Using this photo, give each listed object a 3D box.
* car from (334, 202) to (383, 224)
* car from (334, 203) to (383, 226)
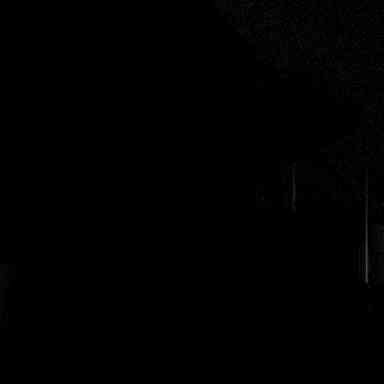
[{"bbox_3d":[14.260,1.635,26.779,1.882,1.535,5.008,0,-1,-35],"label":"car"},{"bbox_3d":[12.714,1.629,23.854,2.128,1.511,4.902,0,-1,-35],"label":"car"}]
